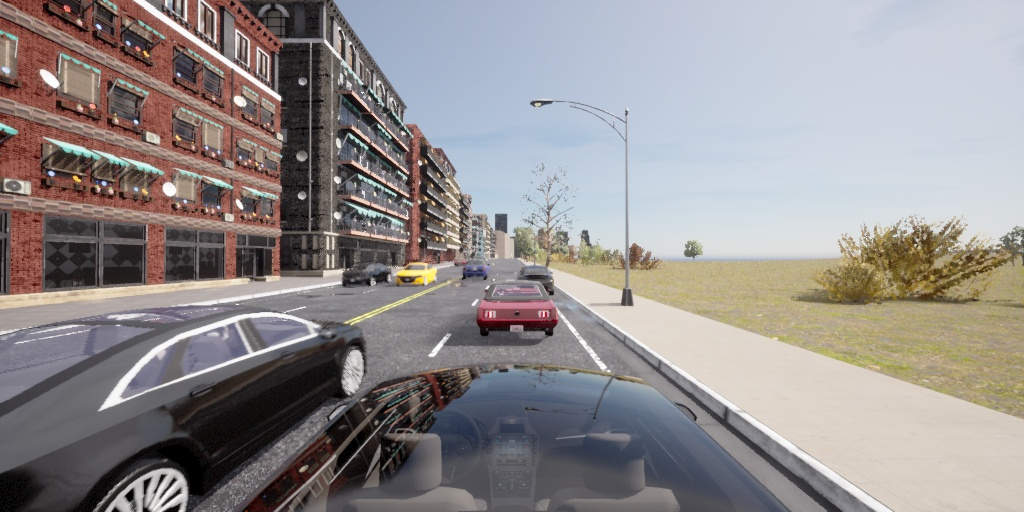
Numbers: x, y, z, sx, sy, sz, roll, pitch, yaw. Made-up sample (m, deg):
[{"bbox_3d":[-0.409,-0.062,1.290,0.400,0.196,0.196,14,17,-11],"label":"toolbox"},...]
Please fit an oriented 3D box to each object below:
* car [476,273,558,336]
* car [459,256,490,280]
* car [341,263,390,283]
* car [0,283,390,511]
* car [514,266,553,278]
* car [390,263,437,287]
[{"bbox_3d":[0.128,1.352,10.336,1.895,1.301,4.718,0,0,0],"label":"car"},{"bbox_3d":[-3.048,1.103,31.462,2.097,1.767,4.553,0,0,0],"label":"car"},{"bbox_3d":[-9.773,1.230,24.484,1.882,1.535,5.008,0,0,0],"label":"car"},{"bbox_3d":[-3.146,1.241,3.582,2.128,1.511,4.902,0,0,0],"label":"car"},{"bbox_3d":[1.198,1.257,19.537,1.837,1.490,4.892,0,0,0],"label":"car"},{"bbox_3d":[-6.522,1.230,24.887,1.882,1.535,5.008,0,0,0],"label":"car"}]
